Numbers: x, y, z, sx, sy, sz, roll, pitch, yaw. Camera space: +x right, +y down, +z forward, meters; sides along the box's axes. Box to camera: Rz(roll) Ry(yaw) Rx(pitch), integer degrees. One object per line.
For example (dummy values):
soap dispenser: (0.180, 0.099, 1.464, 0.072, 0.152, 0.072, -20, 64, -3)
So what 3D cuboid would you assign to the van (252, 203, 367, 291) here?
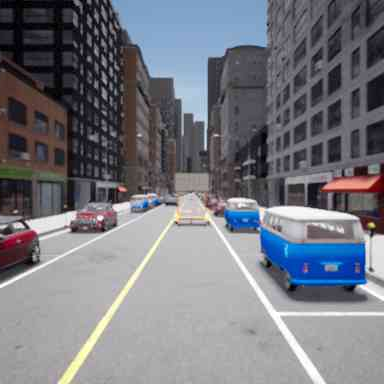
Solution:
van: (2.853, 1.318, 8.659, 1.690, 1.788, 3.998, 0, 0, 0)

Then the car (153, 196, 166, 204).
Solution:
car: (-5.681, 1.432, 58.171, 1.802, 1.307, 4.206, 0, 0, 0)

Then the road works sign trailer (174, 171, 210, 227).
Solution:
road works sign trailer: (-0.005, 0.405, 22.338, 2.380, 3.560, 2.880, 0, 0, 0)

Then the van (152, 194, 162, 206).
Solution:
van: (-5.680, 1.218, 47.167, 1.690, 1.788, 3.998, 0, 0, 0)

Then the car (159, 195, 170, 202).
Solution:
car: (-5.684, 1.391, 69.173, 1.947, 1.339, 4.313, 0, 0, 0)

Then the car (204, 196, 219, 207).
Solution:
car: (2.848, 1.473, 41.668, 1.802, 1.307, 4.206, 0, 0, 0)

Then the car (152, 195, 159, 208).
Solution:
car: (-5.678, 1.441, 41.666, 2.008, 1.369, 4.403, 0, 0, 0)

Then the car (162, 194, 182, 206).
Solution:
car: (-3.076, 1.416, 50.581, 2.033, 1.411, 5.357, 0, 0, 0)

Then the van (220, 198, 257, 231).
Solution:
van: (2.851, 1.289, 19.662, 1.690, 1.788, 3.998, 0, 0, 0)

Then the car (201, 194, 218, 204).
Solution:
car: (2.846, 1.192, 47.169, 2.192, 1.841, 5.009, 0, 0, 0)

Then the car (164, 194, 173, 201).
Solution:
car: (-5.686, 1.242, 80.176, 1.967, 1.590, 4.097, 0, 0, 0)

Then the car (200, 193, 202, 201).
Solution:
car: (2.844, 1.291, 58.172, 1.967, 1.590, 4.097, 0, 0, 0)

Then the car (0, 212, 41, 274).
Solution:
car: (-5.672, 1.417, 8.658, 1.967, 1.590, 4.097, 0, 0, 0)

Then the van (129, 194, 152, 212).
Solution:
van: (-5.678, 1.245, 36.166, 1.690, 1.788, 3.998, 0, 0, 0)

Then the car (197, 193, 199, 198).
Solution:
car: (2.839, 1.368, 80.178, 1.947, 1.339, 4.313, 0, 0, 0)

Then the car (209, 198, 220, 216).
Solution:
car: (2.849, 1.501, 30.666, 1.802, 1.307, 4.206, 0, 0, 0)

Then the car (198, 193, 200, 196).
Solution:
car: (2.841, 1.377, 69.175, 2.008, 1.369, 4.403, 0, 0, 0)

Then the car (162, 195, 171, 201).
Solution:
car: (-5.685, 1.396, 74.675, 1.802, 1.307, 4.206, 0, 0, 0)

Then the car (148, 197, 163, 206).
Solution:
car: (-5.680, 1.429, 52.669, 1.947, 1.339, 4.313, 0, 0, 0)

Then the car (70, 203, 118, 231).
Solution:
car: (-5.674, 1.388, 19.661, 1.967, 1.590, 4.097, 0, 0, 0)
